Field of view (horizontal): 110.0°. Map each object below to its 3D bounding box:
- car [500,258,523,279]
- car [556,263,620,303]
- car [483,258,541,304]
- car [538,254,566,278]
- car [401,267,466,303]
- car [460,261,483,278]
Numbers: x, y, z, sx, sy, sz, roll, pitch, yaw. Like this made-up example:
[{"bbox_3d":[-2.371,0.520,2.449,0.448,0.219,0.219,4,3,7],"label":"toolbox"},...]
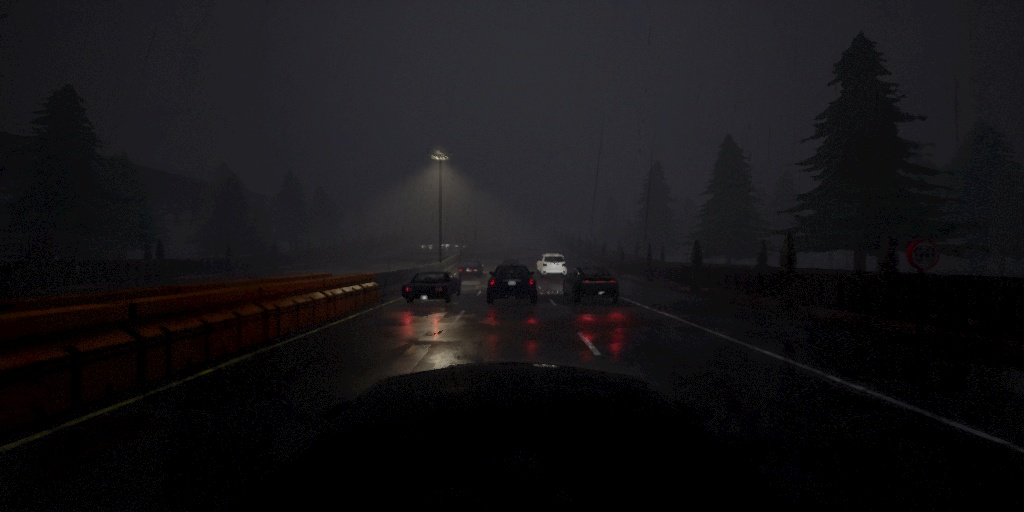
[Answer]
[{"bbox_3d":[-0.076,1.029,31.520,1.882,1.535,5.008,0,2,0],"label":"car"},{"bbox_3d":[3.500,1.242,16.506,2.128,1.511,4.902,0,0,0],"label":"car"},{"bbox_3d":[0.000,1.113,16.475,2.097,1.767,4.553,0,0,0],"label":"car"},{"bbox_3d":[3.424,0.798,31.564,2.150,2.045,5.566,0,2,0],"label":"car"},{"bbox_3d":[-3.500,1.363,16.533,1.895,1.301,4.718,0,0,0],"label":"car"},{"bbox_3d":[-3.576,1.107,31.504,2.033,1.411,5.357,0,2,0],"label":"car"}]
